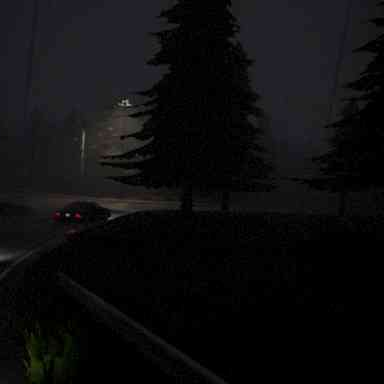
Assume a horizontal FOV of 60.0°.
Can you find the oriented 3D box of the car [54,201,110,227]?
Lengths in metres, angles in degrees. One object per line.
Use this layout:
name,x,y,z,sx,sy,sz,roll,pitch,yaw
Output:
car,-7.038,1.339,21.972,2.033,1.411,5.357,4,2,5
